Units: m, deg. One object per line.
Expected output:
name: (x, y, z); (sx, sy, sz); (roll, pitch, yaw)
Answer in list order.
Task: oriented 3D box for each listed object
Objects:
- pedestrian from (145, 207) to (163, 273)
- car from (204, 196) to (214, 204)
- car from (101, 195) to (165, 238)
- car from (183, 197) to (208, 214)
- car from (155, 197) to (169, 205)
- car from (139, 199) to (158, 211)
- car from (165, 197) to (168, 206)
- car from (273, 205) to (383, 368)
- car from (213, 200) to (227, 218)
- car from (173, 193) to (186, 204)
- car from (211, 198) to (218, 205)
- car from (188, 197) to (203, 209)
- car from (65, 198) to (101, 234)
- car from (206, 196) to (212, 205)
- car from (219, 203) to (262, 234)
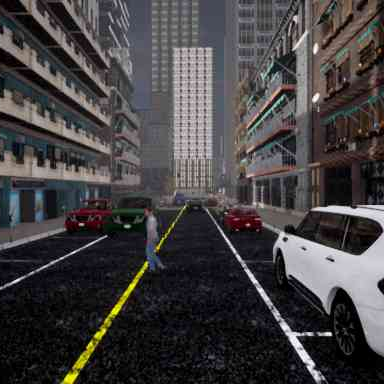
pedestrian: (-1.091, 1.292, 9.168); (0.375, 1.860, 0.375); (-1, 1, 1)
car: (3.256, 1.523, 63.457); (1.752, 1.417, 4.829); (-1, 0, 1)
car: (-2.940, 1.218, 17.995); (2.150, 2.045, 5.566); (0, 0, 1)
car: (0.407, 1.560, 35.126); (1.994, 1.385, 4.181); (0, 0, 1)
car: (-5.175, 1.541, 57.854); (1.887, 1.381, 4.507); (-1, 0, 1)
car: (-5.325, 1.578, 41.284); (1.802, 1.307, 4.206); (-1, 0, 1)
car: (-5.226, 1.436, 52.330); (1.967, 1.590, 4.097); (-1, 0, 1)
car: (3.052, 1.223, 5.885); (2.150, 2.045, 5.566); (0, 0, 1)
car: (2.905, 1.547, 24.624); (2.008, 1.369, 4.403); (-1, 0, 1)
car: (-2.412, 1.215, 64.999); (2.150, 2.045, 5.566); (0, 0, 1)
car: (2.956, 1.521, 30.317); (1.752, 1.417, 4.829); (-1, 0, 1)
car: (0.489, 1.500, 45.489); (1.837, 1.490, 4.892); (0, 0, 1)
car: (-5.529, 1.312, 19.190); (2.192, 1.841, 5.009); (-1, 0, 1)
car: (3.155, 1.541, 52.240); (1.887, 1.381, 4.507); (-1, 0, 1)
car: (2.855, 1.541, 19.101); (1.887, 1.381, 4.507); (-1, 0, 1)
